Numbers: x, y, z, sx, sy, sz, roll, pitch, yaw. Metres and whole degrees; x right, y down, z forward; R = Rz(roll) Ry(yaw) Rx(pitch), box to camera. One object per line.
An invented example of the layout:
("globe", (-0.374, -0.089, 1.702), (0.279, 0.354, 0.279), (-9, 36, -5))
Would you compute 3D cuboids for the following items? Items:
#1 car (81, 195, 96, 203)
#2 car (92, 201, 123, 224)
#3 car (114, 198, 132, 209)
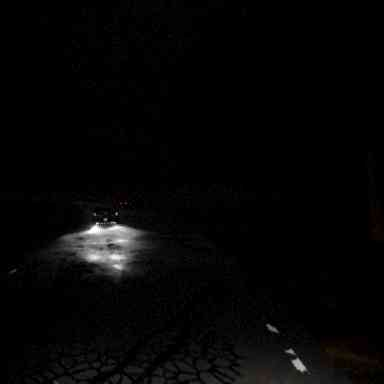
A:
("car", (-19.434, 1.344, 62.335), (1.812, 1.442, 4.674), (-1, 1, -33))
("car", (-6.322, 1.556, 24.498), (1.895, 1.301, 4.718), (0, 0, -14))
("car", (-9.139, 1.441, 43.267), (2.033, 1.411, 5.357), (-1, 0, -23))
